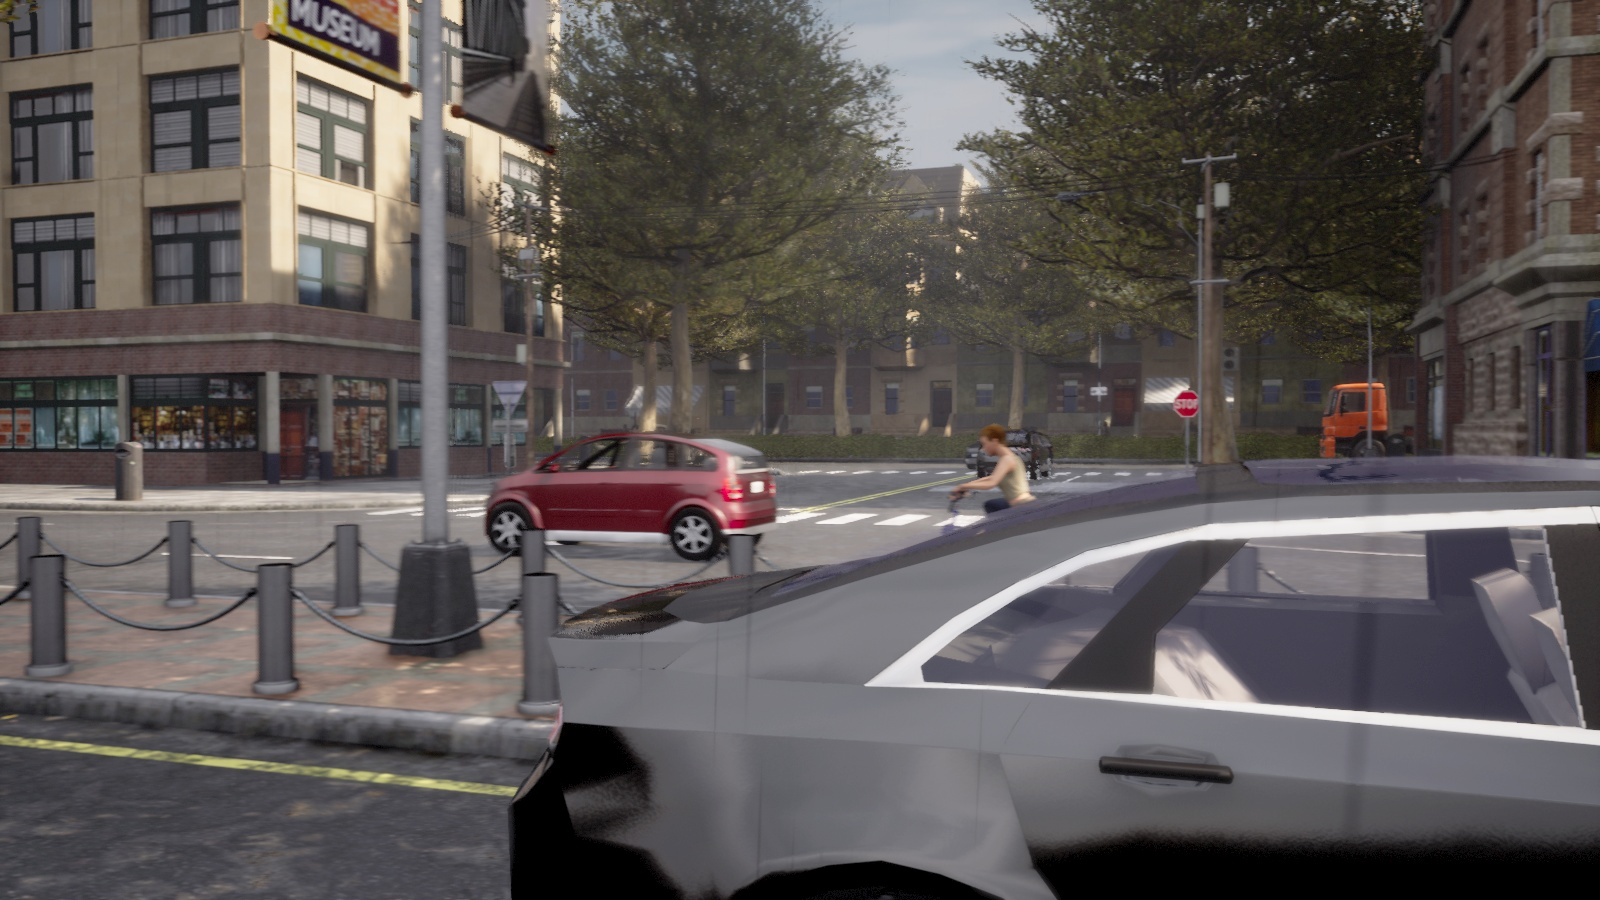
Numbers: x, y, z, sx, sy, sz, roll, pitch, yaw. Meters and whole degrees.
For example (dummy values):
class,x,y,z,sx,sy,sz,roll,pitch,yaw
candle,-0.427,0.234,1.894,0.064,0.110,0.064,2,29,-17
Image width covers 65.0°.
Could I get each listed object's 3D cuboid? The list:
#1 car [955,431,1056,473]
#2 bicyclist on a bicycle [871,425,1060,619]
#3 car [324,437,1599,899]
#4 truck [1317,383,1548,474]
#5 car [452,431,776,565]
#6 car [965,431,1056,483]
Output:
class,x,y,z,sx,sy,sz,roll,pitch,yaw
car,7.928,0.059,48.405,3.705,1.549,1.789,0,1,-38
bicyclist on a bicycle,1.480,0.590,11.129,1.509,1.612,0.866,1,1,19
car,1.765,0.748,2.599,4.902,1.511,2.128,1,1,19
truck,25.265,-0.870,50.618,7.936,3.462,2.891,1,1,19
car,-2.351,0.538,16.116,3.705,1.549,1.789,1,1,19
car,6.697,0.174,39.588,2.128,1.511,4.902,1,1,18
